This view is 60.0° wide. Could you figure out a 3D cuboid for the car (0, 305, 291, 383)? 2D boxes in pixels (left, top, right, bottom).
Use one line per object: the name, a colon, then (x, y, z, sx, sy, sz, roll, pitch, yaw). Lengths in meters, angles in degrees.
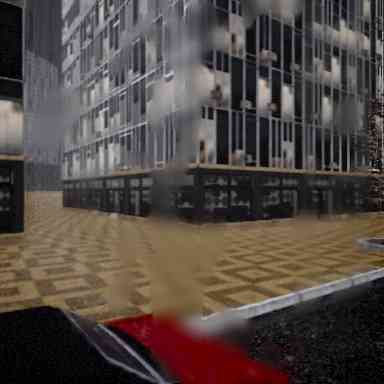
car: (-1.633, 1.601, 1.907, 4.718, 1.301, 1.895, 0, 0, -36)
